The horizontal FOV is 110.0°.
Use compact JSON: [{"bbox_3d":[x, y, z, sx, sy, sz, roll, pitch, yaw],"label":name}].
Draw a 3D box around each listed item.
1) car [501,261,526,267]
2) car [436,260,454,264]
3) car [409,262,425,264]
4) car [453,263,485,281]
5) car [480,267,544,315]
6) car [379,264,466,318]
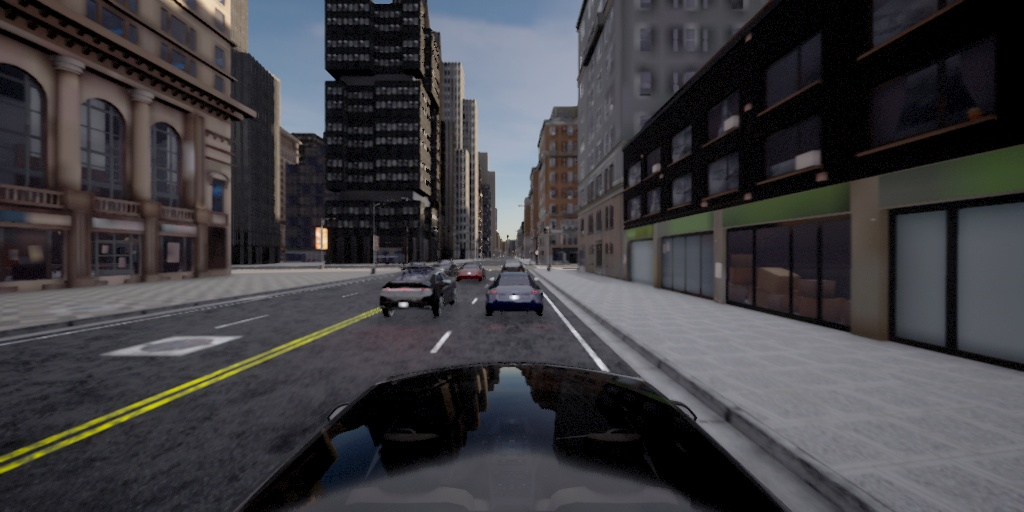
[{"bbox_3d":[0.090,1.151,29.370,1.882,1.535,5.008,0,0,0],"label":"car"},{"bbox_3d":[-6.583,1.150,34.984,2.128,1.511,4.902,0,0,0],"label":"car"},{"bbox_3d":[-9.832,1.255,36.581,1.895,1.301,4.718,0,0,0],"label":"car"},{"bbox_3d":[-3.162,1.239,28.603,1.994,1.385,4.181,0,0,0],"label":"car"},{"bbox_3d":[0.086,1.281,13.410,1.994,1.385,4.181,0,0,0],"label":"car"},{"bbox_3d":[-3.165,1.209,12.913,2.128,1.511,4.902,0,0,0],"label":"car"}]
